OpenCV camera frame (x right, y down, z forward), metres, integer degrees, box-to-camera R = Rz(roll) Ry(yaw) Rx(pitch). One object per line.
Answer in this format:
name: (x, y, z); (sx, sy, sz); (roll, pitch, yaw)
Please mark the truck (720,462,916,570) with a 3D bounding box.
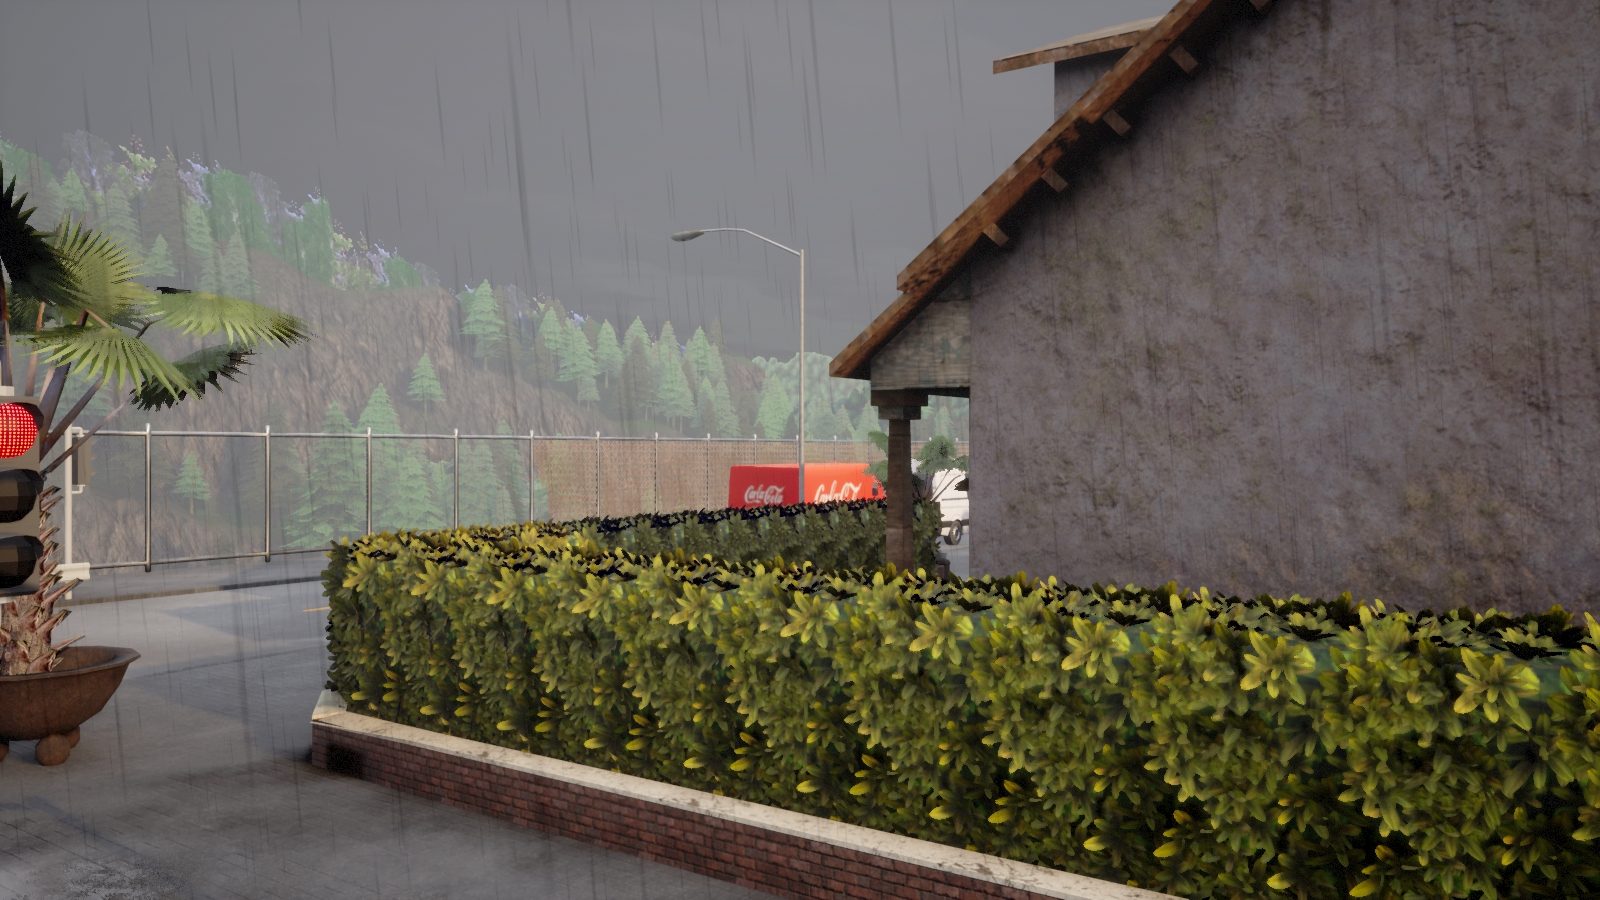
truck: (0.584, 1.568, 29.600); (2.627, 2.467, 5.204); (0, 0, 35)
